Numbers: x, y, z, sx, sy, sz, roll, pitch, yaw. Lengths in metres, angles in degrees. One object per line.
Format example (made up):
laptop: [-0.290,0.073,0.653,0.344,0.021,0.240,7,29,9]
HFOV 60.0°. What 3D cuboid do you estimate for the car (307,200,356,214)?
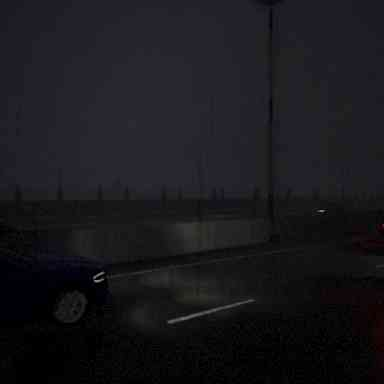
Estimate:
car: [12.380,1.537,30.006,4.892,1.490,1.837,0,0,-35]

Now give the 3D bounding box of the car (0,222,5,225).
car: [-7.767,1.601,11.349,4.718,1.301,1.895,0,0,-36]

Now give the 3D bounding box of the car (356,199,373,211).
car: [20.470,1.564,40.035,4.892,1.490,1.837,1,0,-35]

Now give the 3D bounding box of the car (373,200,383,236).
car: [7.509,1.228,9.104,5.566,2.045,2.150,0,0,-35]

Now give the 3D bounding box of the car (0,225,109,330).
car: [-3.852,1.477,5.297,5.008,1.535,1.882,0,0,-35]
